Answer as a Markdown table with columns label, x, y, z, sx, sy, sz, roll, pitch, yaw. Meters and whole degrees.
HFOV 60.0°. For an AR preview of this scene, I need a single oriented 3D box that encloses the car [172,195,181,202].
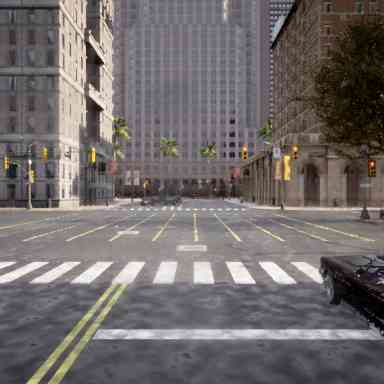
| label | x | y | z | sx | sy | sz | roll | pitch | yaw |
| --- | --- | --- | --- | --- | --- | --- | --- | --- | --- |
| car | -3.424 | 1.500 | 75.310 | 1.837 | 1.490 | 4.892 | 0 | 0 | 1 |

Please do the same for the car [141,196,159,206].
| label | x | y | z | sx | sy | sz | roll | pitch | yaw |
| --- | --- | --- | --- | --- | --- | --- | --- | --- | --- |
| car | -7.134 | 1.491 | 54.290 | 2.128 | 1.511 | 4.902 | 0 | 0 | 0 |

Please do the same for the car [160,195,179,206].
| label | x | y | z | sx | sy | sz | roll | pitch | yaw |
| --- | --- | --- | --- | --- | --- | --- | --- | --- | --- |
| car | -3.641 | 1.547 | 55.052 | 2.033 | 1.411 | 5.357 | 0 | 0 | 0 |

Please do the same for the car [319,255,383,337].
| label | x | y | z | sx | sy | sz | roll | pitch | yaw |
| --- | --- | --- | --- | --- | --- | --- | --- | --- | --- |
| car | 3.581 | 1.602 | 5.096 | 1.895 | 1.301 | 4.718 | 0 | 0 | 2 |

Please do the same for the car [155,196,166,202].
| label | x | y | z | sx | sy | sz | roll | pitch | yaw |
| --- | --- | --- | --- | --- | --- | --- | --- | --- | --- |
| car | -6.941 | 1.553 | 73.543 | 1.994 | 1.385 | 4.181 | 0 | 0 | 1 |

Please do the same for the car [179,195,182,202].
| label | x | y | z | sx | sy | sz | roll | pitch | yaw |
| --- | --- | --- | --- | --- | --- | --- | --- | --- | --- |
| car | -3.569 | 1.491 | 64.898 | 2.128 | 1.511 | 4.902 | 0 | 0 | 1 |
